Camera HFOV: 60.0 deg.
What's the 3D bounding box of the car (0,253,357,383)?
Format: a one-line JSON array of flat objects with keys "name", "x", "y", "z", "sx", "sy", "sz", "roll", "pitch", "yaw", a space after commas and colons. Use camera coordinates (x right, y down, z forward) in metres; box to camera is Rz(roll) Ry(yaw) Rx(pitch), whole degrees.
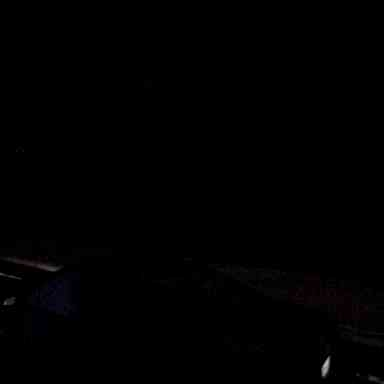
[{"name": "car", "x": -0.897, "y": 1.568, "z": 4.324, "sx": 5.357, "sy": 1.411, "sz": 2.033, "roll": 0, "pitch": 0, "yaw": 35}]
